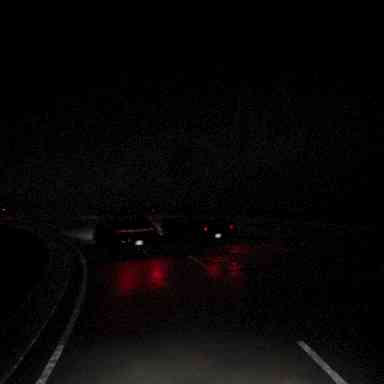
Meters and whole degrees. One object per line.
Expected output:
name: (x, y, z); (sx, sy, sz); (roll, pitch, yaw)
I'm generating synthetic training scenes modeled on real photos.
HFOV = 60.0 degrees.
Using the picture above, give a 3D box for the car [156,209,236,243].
car: (0.113, 1.628, 16.285); (1.895, 1.301, 4.718); (-2, 0, -27)

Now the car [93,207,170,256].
car: (-2.918, 1.630, 14.034); (2.128, 1.511, 4.902); (-1, 0, -25)

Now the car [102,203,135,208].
car: (-8.160, 1.904, 34.379); (1.812, 1.442, 4.674); (-2, 0, -42)

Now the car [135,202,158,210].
car: (-5.626, 1.812, 36.789); (1.812, 1.442, 4.674); (-2, 0, -42)

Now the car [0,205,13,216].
car: (-26.984, 2.626, 46.745); (4.892, 1.490, 1.837); (-2, -1, 37)
